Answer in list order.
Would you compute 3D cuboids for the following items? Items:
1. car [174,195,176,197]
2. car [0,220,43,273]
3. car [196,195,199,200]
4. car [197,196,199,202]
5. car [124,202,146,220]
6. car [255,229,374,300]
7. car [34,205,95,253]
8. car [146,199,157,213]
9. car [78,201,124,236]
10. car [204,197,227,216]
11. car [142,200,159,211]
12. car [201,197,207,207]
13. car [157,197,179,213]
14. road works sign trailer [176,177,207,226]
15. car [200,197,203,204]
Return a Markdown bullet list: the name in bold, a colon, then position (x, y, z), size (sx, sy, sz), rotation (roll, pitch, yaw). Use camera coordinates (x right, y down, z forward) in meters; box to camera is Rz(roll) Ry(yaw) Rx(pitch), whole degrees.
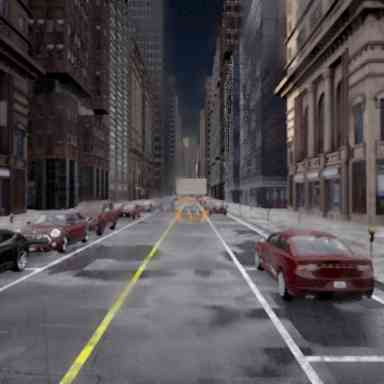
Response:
- **car**: position (-5.912, 2.051, 86.830), size (1.967, 1.590, 4.097), rotation (0, 0, 0)
- **car**: position (-5.774, 1.625, 8.406), size (1.947, 1.339, 4.313), rotation (0, 0, 0)
- **car**: position (2.623, 2.010, 81.253), size (1.967, 1.590, 4.097), rotation (0, 0, 0)
- **car**: position (2.632, 2.075, 75.651), size (1.887, 1.381, 4.507), rotation (0, 0, 0)
- **car**: position (-5.814, 1.760, 30.812), size (1.887, 1.381, 4.507), rotation (0, 0, 0)
- **car**: position (2.751, 1.604, 8.426), size (1.887, 1.381, 4.507), rotation (0, 0, 0)
- **car**: position (-5.784, 1.538, 14.008), size (1.967, 1.590, 4.097), rotation (0, 0, 0)
- **car**: position (-5.834, 1.876, 42.015), size (1.802, 1.307, 4.206), rotation (0, 0, 0)
- **car**: position (-5.793, 1.452, 19.610), size (2.192, 1.841, 5.009), rotation (0, 0, 0)
- **car**: position (2.702, 1.694, 36.436), size (1.967, 1.590, 4.097), rotation (0, 0, 0)
- **car**: position (-5.843, 1.857, 47.447), size (1.752, 1.417, 4.829), rotation (0, 0, 0)
- **car**: position (2.682, 1.859, 47.810), size (1.752, 1.417, 4.829), rotation (0, 0, 0)
- **car**: position (-3.165, 1.787, 42.340), size (2.128, 1.511, 4.902), rotation (0, 0, 0)
- **road works sign trailer**: position (-0.044, 0.639, 25.119), size (2.380, 3.560, 2.880), rotation (0, 0, 0)
- **car**: position (2.672, 1.917, 53.242), size (1.887, 1.381, 4.507), rotation (0, 0, 0)
